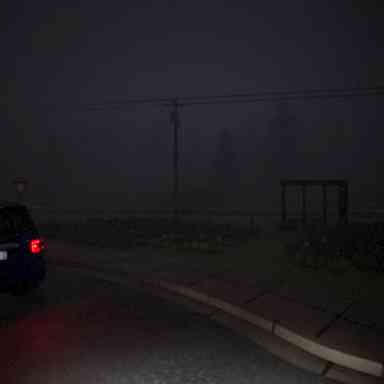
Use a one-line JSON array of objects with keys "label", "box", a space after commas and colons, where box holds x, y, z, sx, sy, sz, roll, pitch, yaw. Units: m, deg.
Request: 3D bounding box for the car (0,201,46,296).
[{"label": "car", "box": [-5.503, 1.219, 7.466, 5.566, 2.045, 2.150, 0, 0, 38]}]
